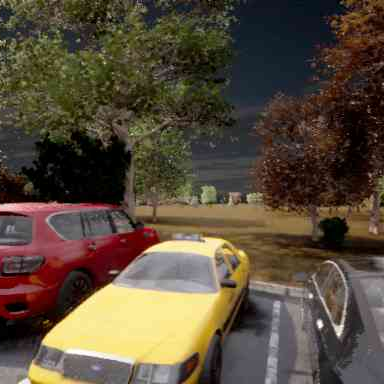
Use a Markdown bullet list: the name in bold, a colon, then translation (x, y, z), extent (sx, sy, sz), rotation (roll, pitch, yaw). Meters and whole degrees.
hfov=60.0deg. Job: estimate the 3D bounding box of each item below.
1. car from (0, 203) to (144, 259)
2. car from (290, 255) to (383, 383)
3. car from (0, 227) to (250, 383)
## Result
- **car**: translation (-2.513, 1.254, 7.352), extent (2.435, 2.045, 5.566), rotation (0, -1, 16)
- **car**: translation (2.302, 1.488, 3.847), extent (2.231, 1.521, 4.892), rotation (0, -1, 16)
- **car**: translation (-0.154, 1.490, 5.403), extent (1.946, 1.575, 5.366), rotation (0, -1, 16)
